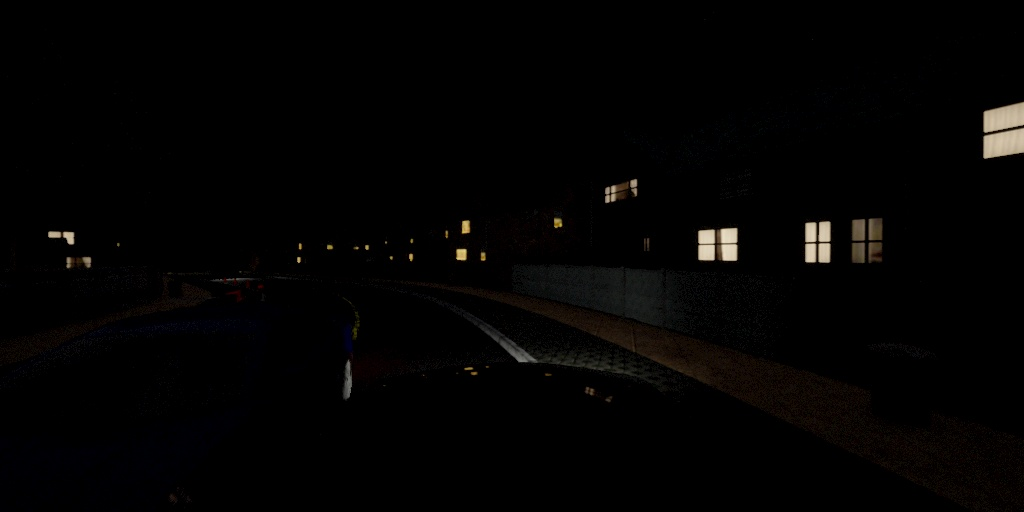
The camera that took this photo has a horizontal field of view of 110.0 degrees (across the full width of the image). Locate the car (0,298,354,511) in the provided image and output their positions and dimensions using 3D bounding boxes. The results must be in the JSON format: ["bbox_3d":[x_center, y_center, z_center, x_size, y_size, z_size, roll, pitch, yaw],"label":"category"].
[{"bbox_3d":[-2.758,1.230,3.148,1.882,1.535,5.008,0,0,-14],"label":"car"}]

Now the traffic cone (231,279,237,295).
[{"bbox_3d":[-13.199,1.532,17.369,0.340,0.580,0.340,0,0,-20],"label":"traffic cone"}]

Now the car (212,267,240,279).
[{"bbox_3d":[-34.905,2.029,43.725,4.892,1.490,1.837,-2,-1,36],"label":"car"}]

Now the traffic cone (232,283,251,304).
[{"bbox_3d":[-10.488,1.472,13.899,0.340,0.580,0.340,0,0,29],"label":"traffic cone"}]

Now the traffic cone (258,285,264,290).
[{"bbox_3d":[-16.540,1.797,23.632,0.340,0.580,0.340,0,0,44],"label":"traffic cone"}]

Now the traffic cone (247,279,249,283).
[{"bbox_3d":[-20.220,2.069,27.454,0.340,0.580,0.340,0,0,44],"label":"traffic cone"}]

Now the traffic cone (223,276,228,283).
[{"bbox_3d":[-27.463,2.259,34.350,0.340,0.580,0.340,0,0,44],"label":"traffic cone"}]
